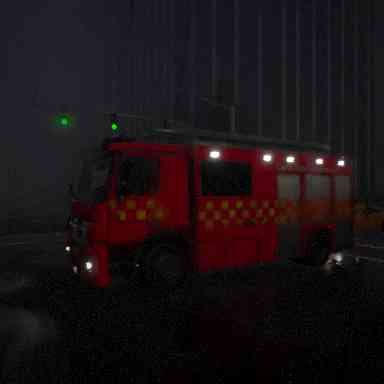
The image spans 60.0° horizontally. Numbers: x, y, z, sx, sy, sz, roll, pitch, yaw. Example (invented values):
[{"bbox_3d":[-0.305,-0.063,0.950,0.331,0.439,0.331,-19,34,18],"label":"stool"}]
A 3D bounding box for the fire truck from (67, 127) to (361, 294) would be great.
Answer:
[{"bbox_3d":[0.966,0.341,9.807,8.468,3.827,2.891,0,0,-30],"label":"fire truck"}]

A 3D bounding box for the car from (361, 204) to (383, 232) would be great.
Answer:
[{"bbox_3d":[9.236,1.477,18.837,5.008,1.535,1.882,0,0,-30],"label":"car"}]
